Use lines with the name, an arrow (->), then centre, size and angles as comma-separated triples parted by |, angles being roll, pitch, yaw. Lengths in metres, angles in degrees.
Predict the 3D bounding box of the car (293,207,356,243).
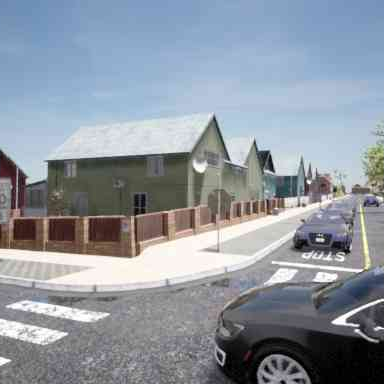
car -> 5.579, 1.568, 13.881 | 1.994, 1.385, 4.181 | 0, 0, 27

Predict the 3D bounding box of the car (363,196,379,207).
car -> 28.094, 1.361, 52.206 | 2.097, 1.767, 4.553 | 0, 0, 27

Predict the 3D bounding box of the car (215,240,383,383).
car -> 2.631, 1.505, 3.468 | 4.892, 1.490, 1.837 | 0, 0, 26

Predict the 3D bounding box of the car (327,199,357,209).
car -> 9.711, 1.498, 22.079 | 2.128, 1.511, 4.902 | 0, 0, 27
